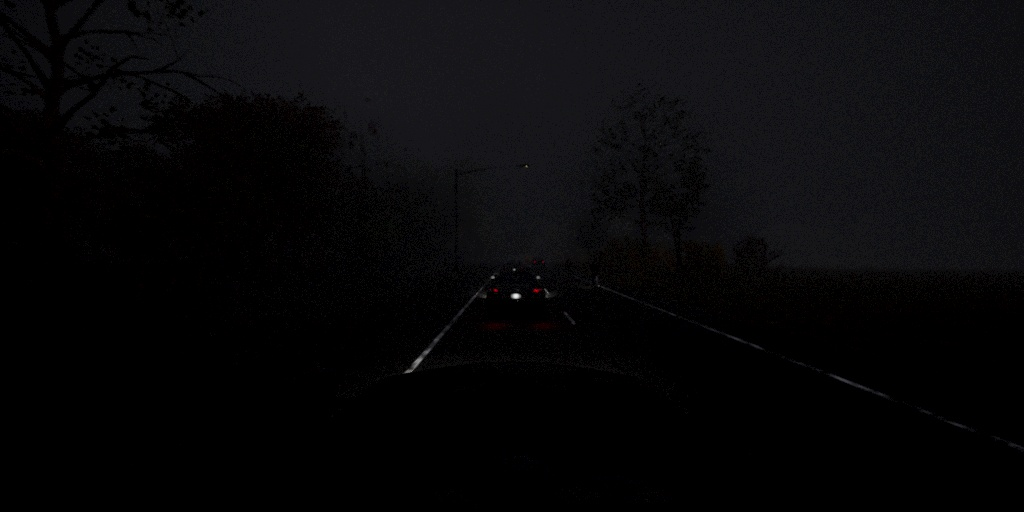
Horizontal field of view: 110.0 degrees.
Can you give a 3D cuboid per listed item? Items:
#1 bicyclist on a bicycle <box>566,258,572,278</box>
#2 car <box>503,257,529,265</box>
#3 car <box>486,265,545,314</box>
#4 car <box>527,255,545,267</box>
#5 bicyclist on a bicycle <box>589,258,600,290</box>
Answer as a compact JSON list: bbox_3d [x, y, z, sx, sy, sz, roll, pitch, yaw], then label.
[{"bbox_3d":[4.544,0.971,28.501,0.582,1.620,1.656,0,0,0],"label":"bicyclist on a bicycle"},{"bbox_3d":[0.182,1.054,30.854,1.994,1.385,4.181,0,1,0],"label":"car"},{"bbox_3d":[0.131,1.210,13.270,1.994,1.385,4.181,0,1,0],"label":"car"},{"bbox_3d":[3.751,0.853,52.246,2.033,1.411,5.357,0,1,0],"label":"car"},{"bbox_3d":[4.517,0.967,19.693,0.659,1.776,1.843,0,1,0],"label":"bicyclist on a bicycle"}]
